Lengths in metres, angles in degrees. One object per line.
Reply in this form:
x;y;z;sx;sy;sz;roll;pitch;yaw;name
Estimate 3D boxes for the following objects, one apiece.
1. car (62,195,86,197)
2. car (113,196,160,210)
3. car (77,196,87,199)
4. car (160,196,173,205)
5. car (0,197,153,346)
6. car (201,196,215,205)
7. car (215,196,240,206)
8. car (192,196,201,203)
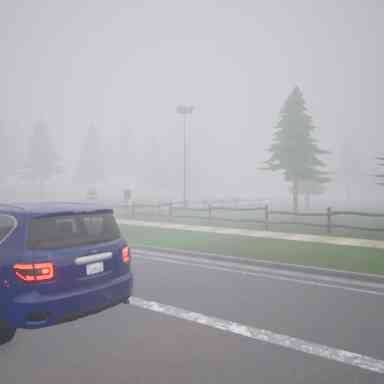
-14.269;1.485;44.510;2.128;1.511;4.902;0;0;35;car
-6.223;1.473;37.697;1.882;1.535;5.008;0;0;35;car
-11.657;1.541;42.140;2.033;1.411;5.357;0;0;35;car
-5.249;1.484;57.382;2.128;1.511;4.902;0;0;35;car
-3.598;1.220;6.501;5.566;2.045;2.150;0;0;36;car
3.915;1.558;58.248;1.994;1.385;4.181;0;0;35;car
6.289;1.501;55.542;1.837;1.490;4.892;0;0;35;car
1.871;1.487;61.414;2.128;1.511;4.902;0;0;35;car
